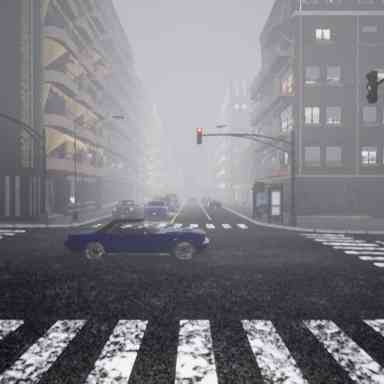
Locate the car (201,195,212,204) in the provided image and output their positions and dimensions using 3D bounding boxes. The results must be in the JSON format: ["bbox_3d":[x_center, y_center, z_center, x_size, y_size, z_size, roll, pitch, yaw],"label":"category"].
[{"bbox_3d":[2.670,1.435,63.073,1.967,1.590,4.097,0,0,0],"label":"car"}]

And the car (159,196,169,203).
[{"bbox_3d":[-5.712,1.520,68.545,1.752,1.417,4.829,0,0,0],"label":"car"}]

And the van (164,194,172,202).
[{"bbox_3d":[-5.715,1.335,79.992,1.690,1.788,3.998,0,0,0],"label":"van"}]

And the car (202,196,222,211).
[{"bbox_3d":[2.676,1.547,40.518,2.008,1.369,4.403,0,0,0],"label":"car"}]

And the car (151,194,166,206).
[{"bbox_3d":[-5.710,1.311,57.437,2.192,1.841,5.009,0,0,0],"label":"car"}]

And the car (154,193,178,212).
[{"bbox_3d":[-3.098,1.348,38.953,2.097,1.767,4.553,0,0,0],"label":"car"}]

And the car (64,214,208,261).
[{"bbox_3d":[-1.789,1.599,11.646,4.718,1.301,1.895,0,0,-1],"label":"car"}]

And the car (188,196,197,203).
[{"bbox_3d":[0.079,1.559,69.743,1.994,1.385,4.181,0,0,0],"label":"car"}]

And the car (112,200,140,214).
[{"bbox_3d":[-5.701,1.437,29.244,1.967,1.590,4.097,0,0,0],"label":"car"}]

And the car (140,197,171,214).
[{"bbox_3d":[-3.096,1.474,29.325,1.882,1.535,5.008,0,0,-1],"label":"car"}]

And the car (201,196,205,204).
[{"bbox_3d":[2.675,1.541,46.156,1.887,1.381,4.507,0,0,0],"label":"car"}]

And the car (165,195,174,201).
[{"bbox_3d":[-5.716,1.543,85.631,2.008,1.369,4.403,0,0,0],"label":"car"}]
